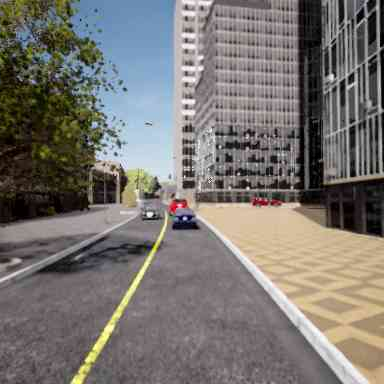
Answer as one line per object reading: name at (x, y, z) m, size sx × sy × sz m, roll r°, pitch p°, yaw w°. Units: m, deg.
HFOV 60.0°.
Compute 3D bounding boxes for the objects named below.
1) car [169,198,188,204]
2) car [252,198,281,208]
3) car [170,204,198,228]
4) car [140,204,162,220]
car at (-1.605, 1.729, 40.310) m, size 2.150 × 2.045 × 5.566 m, roll 0°, pitch -1°, yaw -5°
car at (13.039, 1.913, 58.253) m, size 5.009 × 1.841 × 2.192 m, roll 0°, pitch -2°, yaw 14°
car at (-0.584, 1.864, 24.907) m, size 2.033 × 1.411 × 5.357 m, roll 0°, pitch -1°, yaw -3°
car at (-3.981, 1.904, 32.580) m, size 2.128 × 1.511 × 4.902 m, roll 0°, pitch -1°, yaw -4°
